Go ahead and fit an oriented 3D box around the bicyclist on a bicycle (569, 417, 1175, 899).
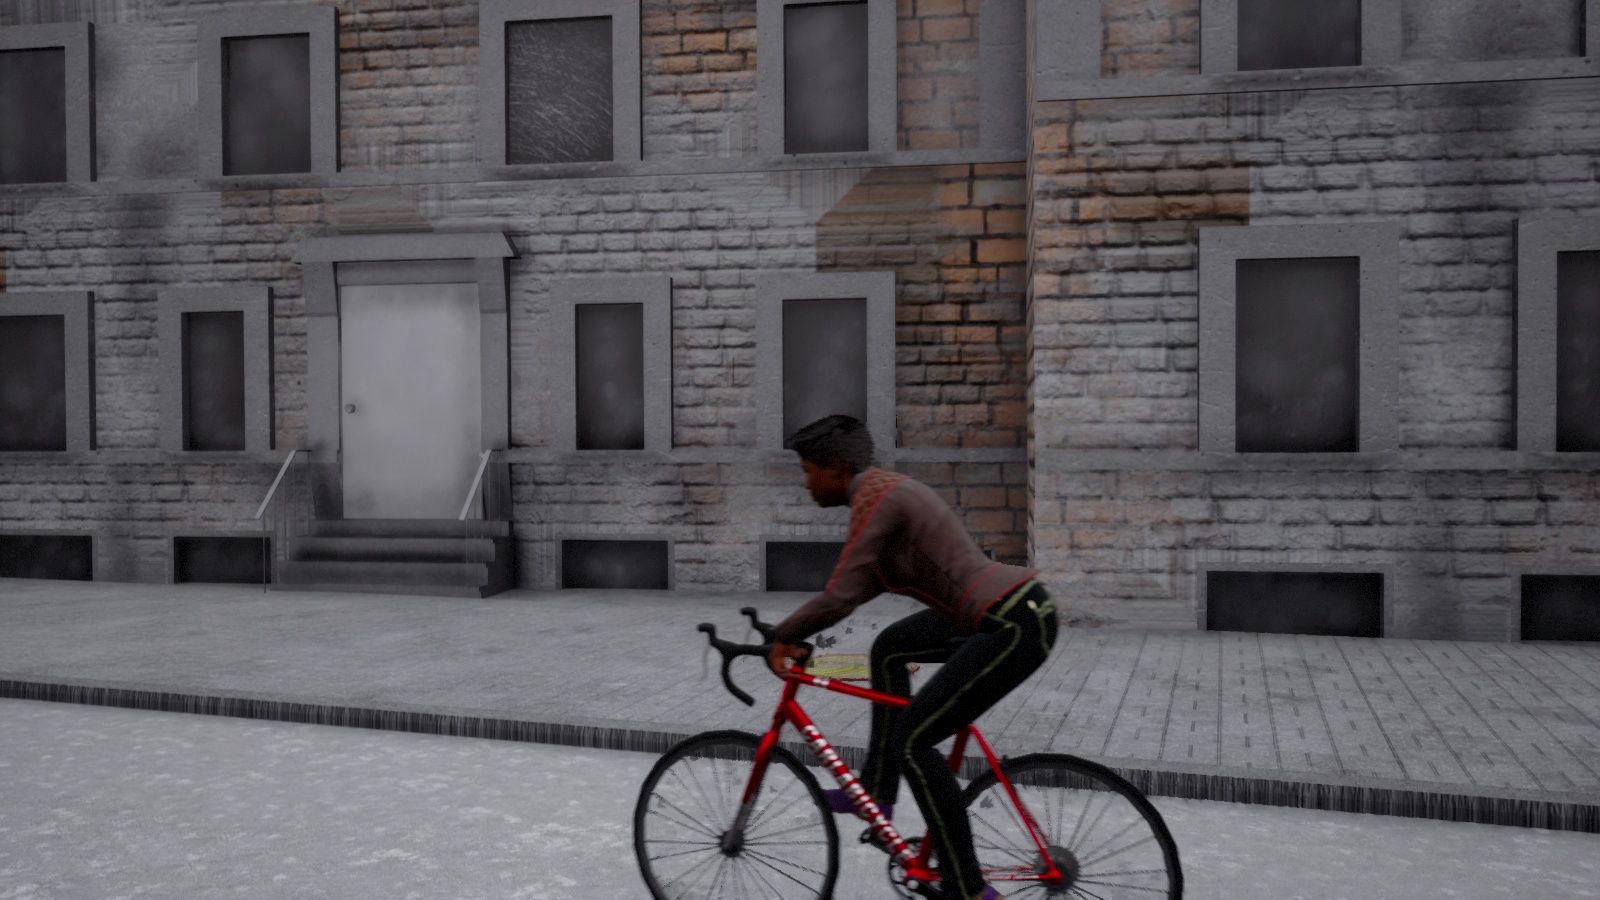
[{"bbox_3d":[0.214,0.724,3.647,1.656,1.620,0.582,0,1,19],"label":"bicyclist on a bicycle"}]
